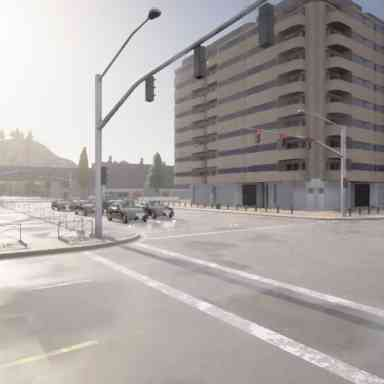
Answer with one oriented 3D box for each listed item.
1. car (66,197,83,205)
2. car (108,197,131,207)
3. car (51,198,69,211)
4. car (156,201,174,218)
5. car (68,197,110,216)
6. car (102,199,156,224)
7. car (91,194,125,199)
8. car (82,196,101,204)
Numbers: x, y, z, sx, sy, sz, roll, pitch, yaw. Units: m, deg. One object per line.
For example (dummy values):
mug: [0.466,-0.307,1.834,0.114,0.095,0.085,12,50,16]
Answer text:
car: [-22.039,1.619,62.167,1.994,1.385,4.181,0,0,-35]
car: [-11.752,1.582,53.696,1.812,1.442,4.674,0,-1,-36]
car: [-16.146,1.547,41.402,2.128,1.511,4.902,0,0,-35]
car: [-3.427,1.547,29.477,2.128,1.511,4.902,0,0,-35]
car: [-10.341,1.547,33.186,2.128,1.511,4.902,0,0,-35]
car: [-5.094,1.547,25.773,2.128,1.511,4.902,0,0,-35]
car: [-9.127,1.277,37.528,2.150,2.045,5.566,0,0,-35]
car: [-19.630,1.533,64.822,1.882,1.535,5.008,0,0,-35]
